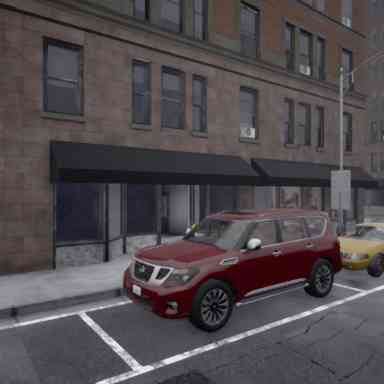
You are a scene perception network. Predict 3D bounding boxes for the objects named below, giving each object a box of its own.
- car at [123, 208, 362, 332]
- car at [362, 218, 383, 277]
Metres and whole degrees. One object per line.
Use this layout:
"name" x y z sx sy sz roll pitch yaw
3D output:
"car" 1.127 1.314 7.003 5.009 1.841 2.192 0 0 -35
"car" 5.612 1.524 10.200 4.829 1.417 1.752 0 0 -35
